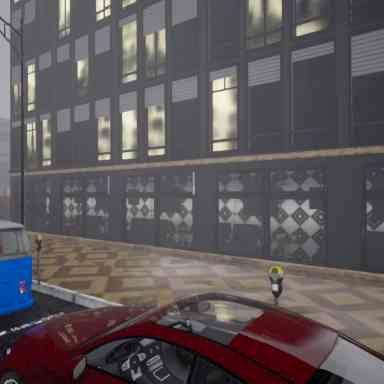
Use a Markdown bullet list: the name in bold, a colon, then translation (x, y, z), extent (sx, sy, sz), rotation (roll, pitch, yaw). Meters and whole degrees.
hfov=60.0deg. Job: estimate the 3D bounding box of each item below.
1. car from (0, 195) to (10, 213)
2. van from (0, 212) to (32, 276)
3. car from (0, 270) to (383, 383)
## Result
- **car**: translation (-14.518, 1.357, 28.235), extent (2.192, 1.841, 5.009), rotation (-1, -1, 35)
- **van**: translation (-4.617, 1.342, 6.126), extent (3.998, 1.788, 1.690), rotation (0, 0, 35)
- **car**: translation (0.016, 1.582, 2.825), extent (4.206, 1.307, 1.802), rotation (0, 0, 35)
